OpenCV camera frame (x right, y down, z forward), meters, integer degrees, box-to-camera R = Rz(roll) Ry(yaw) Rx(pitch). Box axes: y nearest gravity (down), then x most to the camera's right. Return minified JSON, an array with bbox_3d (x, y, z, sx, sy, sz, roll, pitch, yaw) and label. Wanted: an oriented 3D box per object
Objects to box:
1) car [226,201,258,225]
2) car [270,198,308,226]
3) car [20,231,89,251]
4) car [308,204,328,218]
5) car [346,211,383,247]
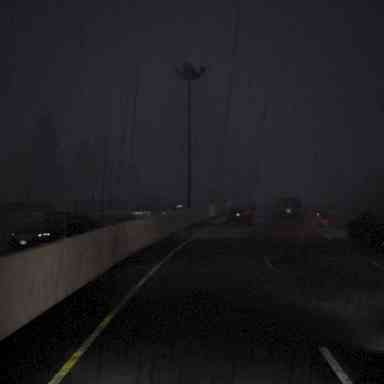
[{"bbox_3d":[3.901,1.734,26.735,2.163,1.488,4.792,0,0,13],"label":"car"},{"bbox_3d":[7.341,1.457,25.895,2.150,2.045,5.566,0,0,12],"label":"car"},{"bbox_3d":[-5.781,1.590,14.524,2.128,1.511,4.902,0,0,9],"label":"car"},{"bbox_3d":[12.857,1.927,34.793,1.895,1.301,4.718,0,0,12],"label":"car"},{"bbox_3d":[8.816,1.635,15.702,1.882,1.535,5.008,0,0,10],"label":"car"}]
